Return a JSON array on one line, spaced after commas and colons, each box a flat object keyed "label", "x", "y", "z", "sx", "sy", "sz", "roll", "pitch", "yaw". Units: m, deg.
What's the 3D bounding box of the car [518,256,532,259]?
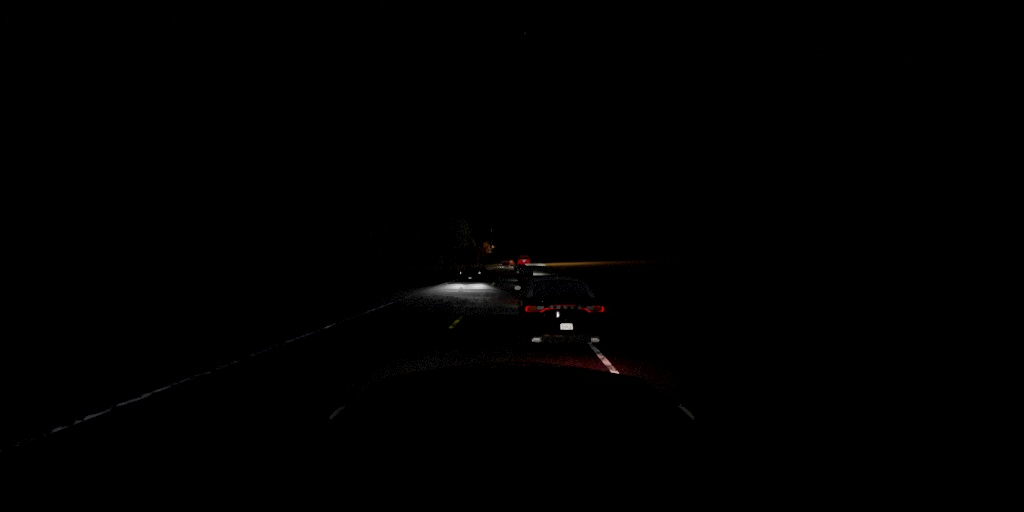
[{"label": "car", "x": 2.087, "y": 0.979, "z": 59.913, "sx": 2.150, "sy": 2.045, "sz": 5.566, "roll": 0, "pitch": 0, "yaw": 4}]

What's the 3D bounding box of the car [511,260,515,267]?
[{"label": "car", "x": 1.299, "y": 1.362, "z": 46.788, "sx": 1.895, "sy": 1.301, "sz": 4.718, "roll": 0, "pitch": 0, "yaw": 4}]

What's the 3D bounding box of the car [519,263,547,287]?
[{"label": "car", "x": 1.425, "y": 1.265, "z": 25.435, "sx": 1.837, "sy": 1.490, "sz": 4.892, "roll": 0, "pitch": 0, "yaw": 2}]

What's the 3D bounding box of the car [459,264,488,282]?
[{"label": "car", "x": -3.088, "y": 1.361, "z": 29.272, "sx": 1.895, "sy": 1.301, "sz": 4.718, "roll": 0, "pitch": 0, "yaw": 2}]

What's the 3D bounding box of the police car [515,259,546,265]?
[{"label": "police car", "x": 1.269, "y": 1.183, "z": 19.567, "sx": 1.930, "sy": 1.638, "sz": 5.238, "roll": 0, "pitch": 0, "yaw": 1}]

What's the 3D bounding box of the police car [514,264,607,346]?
[{"label": "police car", "x": 1.098, "y": 1.179, "z": 9.602, "sx": 1.930, "sy": 1.638, "sz": 5.238, "roll": 0, "pitch": 0, "yaw": 1}]
